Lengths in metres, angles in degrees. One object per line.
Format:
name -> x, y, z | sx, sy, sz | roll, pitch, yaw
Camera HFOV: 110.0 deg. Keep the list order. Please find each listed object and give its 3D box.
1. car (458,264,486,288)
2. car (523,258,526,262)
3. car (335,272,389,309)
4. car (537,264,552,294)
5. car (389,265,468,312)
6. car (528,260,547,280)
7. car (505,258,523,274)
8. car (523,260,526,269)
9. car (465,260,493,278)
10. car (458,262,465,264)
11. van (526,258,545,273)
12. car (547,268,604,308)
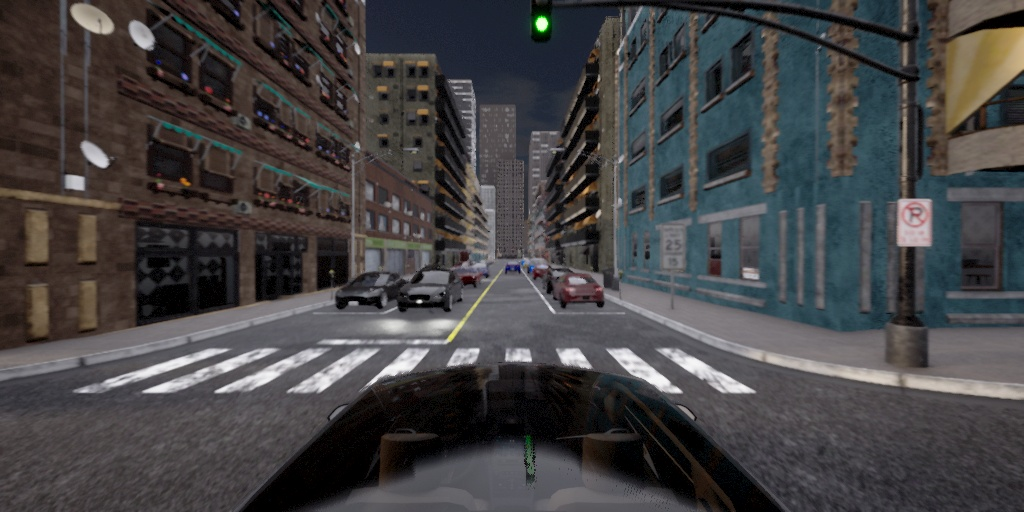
car -> -3.092, 1.392, 24.378 | 1.895, 1.301, 4.718 | 0, 0, 0
car -> 2.683, 1.392, 59.407 | 1.751, 1.417, 4.829 | 0, 0, 0
car -> -5.694, 1.339, 15.062 | 1.948, 1.339, 4.313 | 0, 0, 0
car -> 2.687, 1.349, 20.574 | 1.948, 1.339, 4.313 | 0, 0, 0
car -> -3.091, 1.277, 14.407 | 1.837, 1.490, 4.892 | 0, 0, 0
car -> 2.686, 1.351, 31.621 | 1.888, 1.381, 4.507 | 0, 0, 0
car -> 0.097, 1.308, 43.508 | 1.882, 1.535, 5.008 | 0, 0, 0
car -> 2.685, 1.395, 42.668 | 1.948, 1.339, 4.313 | 0, 0, 0
car -> -3.093, 1.338, 34.469 | 1.812, 1.442, 4.674 | 0, 0, 0
car -> -5.697, 1.374, 42.679 | 1.888, 1.381, 4.507 | 0, 0, 0
van -> 2.685, 1.158, 37.144 | 1.690, 1.789, 3.998 | 0, 0, 0
car -> 2.687, 1.355, 15.051 | 1.802, 1.307, 4.207 | 0, 0, 0
